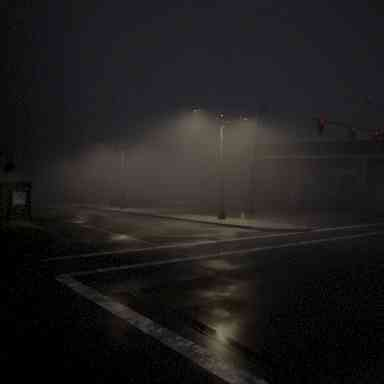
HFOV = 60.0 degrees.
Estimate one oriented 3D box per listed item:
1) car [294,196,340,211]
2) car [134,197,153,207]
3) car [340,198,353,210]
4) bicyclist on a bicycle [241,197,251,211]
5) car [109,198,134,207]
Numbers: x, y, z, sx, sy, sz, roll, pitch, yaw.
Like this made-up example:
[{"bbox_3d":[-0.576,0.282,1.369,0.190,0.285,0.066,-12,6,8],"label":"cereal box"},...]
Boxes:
[{"bbox_3d":[13.923,1.294,38.125,2.242,1.667,4.611,0,0,-35],"label":"car"},{"bbox_3d":[-8.196,1.547,52.752,2.033,1.411,5.357,0,0,-35],"label":"car"},{"bbox_3d":[18.189,1.455,42.048,1.970,1.475,3.806,0,0,-35],"label":"car"},{"bbox_3d":[6.346,1.430,39.768,1.656,1.620,0.582,-6,-7,-37],"label":"bicyclist on a bicycle"},{"bbox_3d":[-11.061,1.563,50.741,1.994,1.385,4.181,0,0,-35],"label":"car"}]
